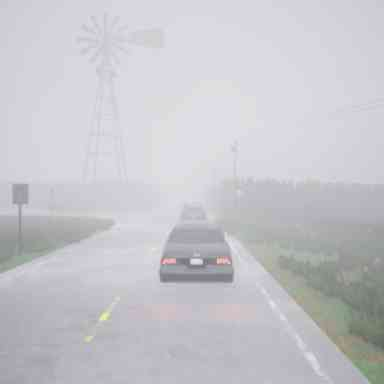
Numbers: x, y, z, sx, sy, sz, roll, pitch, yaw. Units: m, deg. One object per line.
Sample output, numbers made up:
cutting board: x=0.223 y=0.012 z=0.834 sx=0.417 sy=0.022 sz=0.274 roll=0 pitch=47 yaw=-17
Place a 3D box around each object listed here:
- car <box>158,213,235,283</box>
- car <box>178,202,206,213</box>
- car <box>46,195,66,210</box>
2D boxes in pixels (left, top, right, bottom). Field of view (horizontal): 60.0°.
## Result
car: x=0.127 y=1.561 z=9.720 sx=2.033 sy=1.411 sz=5.357 roll=0 pitch=0 yaw=1
car: x=-0.018 y=1.521 z=25.055 sx=2.128 sy=1.511 sz=4.902 roll=0 pitch=0 yaw=-4
car: x=-17.088 y=1.274 z=41.625 sx=1.905 sy=1.878 sz=3.866 roll=0 pitch=0 yaw=-31
